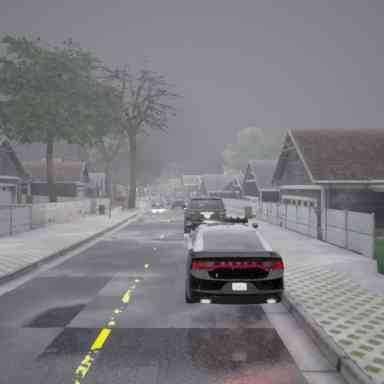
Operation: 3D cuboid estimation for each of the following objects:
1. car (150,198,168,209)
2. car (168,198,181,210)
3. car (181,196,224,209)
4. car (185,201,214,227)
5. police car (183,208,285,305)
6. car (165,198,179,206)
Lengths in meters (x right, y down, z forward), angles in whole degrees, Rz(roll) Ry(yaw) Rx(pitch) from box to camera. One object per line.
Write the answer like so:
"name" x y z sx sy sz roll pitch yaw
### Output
"car" -5.061 1.676 49.185 2.128 1.511 4.902 0 -1 -6
"car" -2.003 1.663 46.832 1.837 1.490 4.892 0 0 -5
"car" 0.641 1.250 18.288 2.150 2.045 5.566 0 0 -2
"car" 0.417 1.494 24.476 1.801 1.575 5.366 0 0 -2
"police car" 0.807 1.430 8.315 1.930 1.638 5.238 0 0 0
"car" -3.749 1.853 61.872 2.033 1.411 5.357 0 -1 -8
